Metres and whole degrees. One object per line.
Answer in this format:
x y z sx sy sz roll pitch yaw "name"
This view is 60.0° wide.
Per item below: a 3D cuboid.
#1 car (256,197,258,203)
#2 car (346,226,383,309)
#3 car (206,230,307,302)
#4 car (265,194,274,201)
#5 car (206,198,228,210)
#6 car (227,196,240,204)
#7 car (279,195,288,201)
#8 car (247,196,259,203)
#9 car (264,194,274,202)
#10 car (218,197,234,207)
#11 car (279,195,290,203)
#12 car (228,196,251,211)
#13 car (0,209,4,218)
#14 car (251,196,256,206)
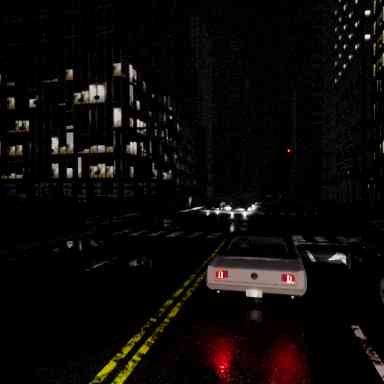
10.352 1.559 59.539 1.895 1.301 4.718 0 0 14 "car"
4.832 1.501 7.441 1.837 1.490 4.892 0 0 13 "car"
1.702 1.597 8.344 1.895 1.301 4.718 0 0 14 "car"
18.704 1.286 80.525 2.128 1.511 4.902 0 0 13 "car"
3.125 1.524 43.174 2.033 1.411 5.357 0 0 13 "car"
7.886 1.460 63.169 1.837 1.490 4.892 0 0 14 "car"
21.874 1.355 79.809 1.895 1.301 4.718 0 0 13 "car"
12.823 1.485 69.733 2.033 1.411 5.357 0 0 13 "car"
16.419 1.530 70.821 1.895 1.301 4.718 0 0 13 "car"
5.455 1.567 53.040 1.895 1.301 4.718 0 0 13 "car"
19.480 1.474 69.640 2.033 1.411 5.357 0 0 13 "car"
5.894 1.503 40.731 1.812 1.442 4.674 0 0 13 "car"
-17.326 1.435 26.672 4.313 1.339 1.947 1 1 14 "car"
8.014 1.460 49.733 2.128 1.511 4.902 0 0 13 "car"
